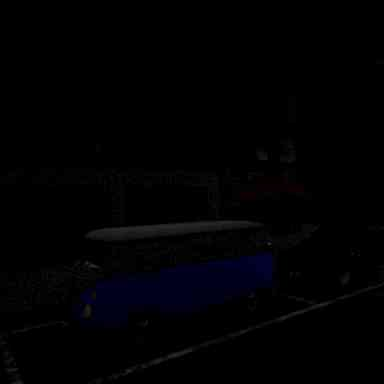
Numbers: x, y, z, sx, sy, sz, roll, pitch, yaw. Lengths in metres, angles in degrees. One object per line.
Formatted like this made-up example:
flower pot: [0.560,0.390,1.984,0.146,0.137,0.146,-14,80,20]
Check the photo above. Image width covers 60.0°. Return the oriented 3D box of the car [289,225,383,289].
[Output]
car: [4.298,1.634,9.396,4.313,1.339,1.947,-1,-1,-35]

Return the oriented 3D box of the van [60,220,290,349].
van: [-0.233,1.481,6.271,3.998,1.788,1.690,-1,-1,-35]
